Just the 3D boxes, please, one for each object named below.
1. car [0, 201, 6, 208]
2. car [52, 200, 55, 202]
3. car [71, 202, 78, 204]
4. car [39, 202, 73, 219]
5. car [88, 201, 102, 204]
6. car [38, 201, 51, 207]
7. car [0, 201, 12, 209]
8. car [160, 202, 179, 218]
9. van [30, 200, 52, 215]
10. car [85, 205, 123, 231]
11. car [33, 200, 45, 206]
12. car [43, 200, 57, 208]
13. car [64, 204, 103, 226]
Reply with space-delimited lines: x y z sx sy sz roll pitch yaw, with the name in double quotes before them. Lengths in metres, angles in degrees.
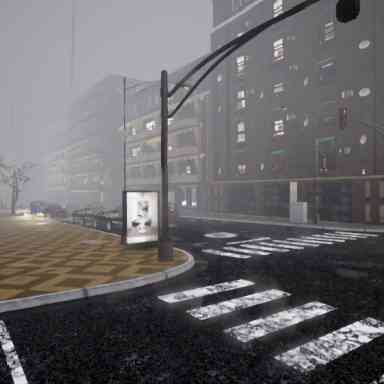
"car" -44.588 2.860 77.366 1.887 1.381 4.507 -2 0 -36
"car" -25.325 2.469 60.621 1.994 1.385 4.181 -1 -1 -36
"car" -21.480 2.423 59.710 1.802 1.307 4.206 -2 0 -36
"car" -14.871 2.114 36.124 1.887 1.381 4.507 -2 0 -36
"car" -14.954 2.117 50.687 1.967 1.590 4.097 -2 0 -36
"car" -34.533 2.734 77.762 1.947 1.339 4.313 -2 0 -36
"car" -38.062 2.702 68.340 2.008 1.369 4.403 -2 0 -36
"car" -3.110 1.823 34.520 1.967 1.590 4.097 -2 0 -36
"van" -19.788 2.034 43.013 1.690 1.788 3.998 -2 0 -36
"car" -5.534 1.887 23.133 2.008 1.369 4.403 -2 0 -36
"car" -37.797 2.795 82.275 1.887 1.381 4.507 -2 0 -36
"car" -31.274 2.526 73.249 1.967 1.590 4.097 -2 0 -36
"car" -8.797 1.968 27.646 2.008 1.369 4.403 -2 0 -36
